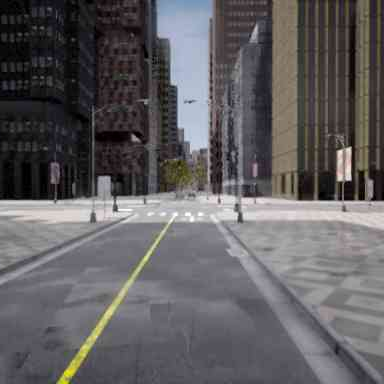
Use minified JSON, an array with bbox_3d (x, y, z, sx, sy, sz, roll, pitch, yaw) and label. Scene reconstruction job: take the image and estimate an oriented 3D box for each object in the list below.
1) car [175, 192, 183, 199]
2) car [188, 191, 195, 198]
[{"bbox_3d":[-3.077,0.840,81.900,2.128,1.511,4.902,0,0,0],"label":"car"},{"bbox_3d":[-0.091,0.778,88.342,1.812,1.442,4.674,0,0,0],"label":"car"}]
